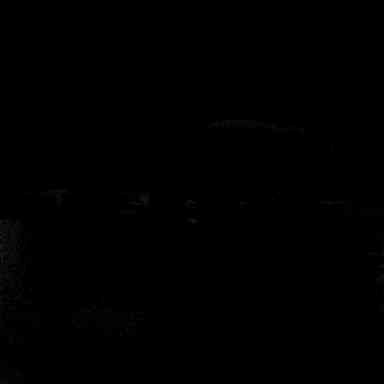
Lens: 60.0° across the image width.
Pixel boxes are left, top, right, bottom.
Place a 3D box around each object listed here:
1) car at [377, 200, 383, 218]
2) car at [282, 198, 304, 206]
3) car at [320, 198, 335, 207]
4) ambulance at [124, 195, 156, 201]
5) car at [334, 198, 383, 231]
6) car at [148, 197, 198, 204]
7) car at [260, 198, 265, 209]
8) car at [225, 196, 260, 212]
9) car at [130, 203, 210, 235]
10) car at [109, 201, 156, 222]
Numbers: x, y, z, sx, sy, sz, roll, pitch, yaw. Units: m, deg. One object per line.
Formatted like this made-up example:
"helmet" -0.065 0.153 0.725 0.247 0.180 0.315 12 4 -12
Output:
"car" 18.826 1.505 28.948 4.514 1.523 2.007 -1 0 35
"car" 18.271 1.800 59.938 3.633 1.501 1.845 -1 0 35
"car" 22.603 1.722 53.217 3.806 1.475 1.970 -1 0 35
"ambulance" -8.369 1.646 52.420 2.351 2.431 6.366 -1 0 35
"car" 11.043 1.313 19.197 4.605 1.855 1.932 -1 0 35
"car" -1.326 1.576 31.806 5.027 1.636 2.152 -1 0 35
"car" 7.413 1.525 44.855 4.605 1.855 1.932 -1 0 35
"car" 6.070 1.500 42.246 3.866 1.878 1.905 -1 0 35
"car" -1.136 1.633 19.318 4.514 1.523 2.007 -1 0 35
"car" -4.771 1.651 26.382 3.806 1.475 1.970 -1 0 35
